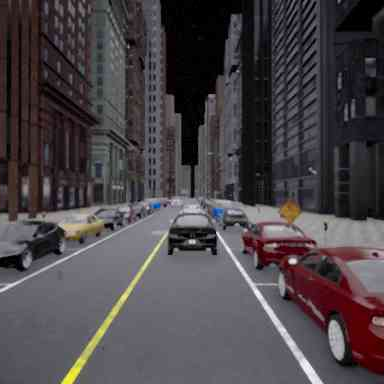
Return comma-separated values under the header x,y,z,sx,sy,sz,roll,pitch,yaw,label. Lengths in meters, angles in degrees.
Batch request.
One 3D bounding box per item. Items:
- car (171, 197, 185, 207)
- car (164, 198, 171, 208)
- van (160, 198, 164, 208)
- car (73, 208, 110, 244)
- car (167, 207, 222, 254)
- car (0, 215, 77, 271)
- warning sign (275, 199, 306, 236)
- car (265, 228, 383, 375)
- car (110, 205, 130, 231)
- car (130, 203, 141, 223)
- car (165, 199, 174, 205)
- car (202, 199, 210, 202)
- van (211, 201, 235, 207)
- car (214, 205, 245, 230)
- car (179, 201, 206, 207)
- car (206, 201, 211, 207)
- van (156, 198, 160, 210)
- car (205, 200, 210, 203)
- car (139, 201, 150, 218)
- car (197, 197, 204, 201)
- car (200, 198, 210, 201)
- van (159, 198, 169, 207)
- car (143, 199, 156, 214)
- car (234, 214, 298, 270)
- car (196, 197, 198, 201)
x,y,z,sx,sy,sz,roll,pitch,yaw,label
-2.987,1.929,65.307,2.150,2.045,5.566,0,-1,0,car
-5.741,1.986,62.093,2.192,1.841,5.009,0,-1,0,car
-5.745,1.884,50.821,1.690,1.788,3.998,0,-1,0,van
-5.756,1.699,16.831,1.752,1.417,4.829,0,-1,0,car
0.036,1.624,14.232,1.882,1.535,5.008,0,0,1,car
-5.758,1.683,11.365,1.947,1.339,4.313,0,-1,0,car
5.076,1.293,17.238,1.300,1.860,1.060,0,-1,0,warning sign
2.764,1.604,5.744,1.887,1.381,4.507,0,-1,0,car
-5.754,1.801,22.637,1.947,1.339,4.313,0,-1,0,car
-5.752,1.877,28.274,1.802,1.307,4.206,0,-1,0,car
-5.732,2.479,84.636,1.887,1.381,4.507,0,-1,0,car
2.778,2.031,45.195,2.008,1.369,4.403,0,-1,0,car
2.772,1.636,28.290,1.690,1.788,3.998,0,-1,0,van
2.770,1.786,22.651,2.008,1.369,4.403,0,-1,0,car
0.039,1.827,28.904,1.812,1.442,4.674,0,0,1,car
2.774,1.907,33.923,2.008,1.369,4.403,0,-1,0,car
-5.747,1.821,45.185,1.690,1.788,3.998,0,-1,0,van
2.776,1.999,39.559,1.802,1.307,4.206,0,-1,0,car
-5.751,1.922,33.910,1.947,1.339,4.313,0,-1,0,car
2.786,2.051,67.741,2.192,1.841,5.009,0,-1,0,car
2.783,2.152,56.467,1.887,1.381,4.507,0,-1,0,car
-5.739,2.077,67.729,1.690,1.788,3.998,0,-1,0,van
-5.749,1.858,39.548,1.967,1.590,4.097,0,-1,0,car
2.767,1.662,11.380,1.887,1.381,4.507,0,-1,0,car
2.795,2.529,90.452,1.752,1.417,4.829,0,-1,0,car
